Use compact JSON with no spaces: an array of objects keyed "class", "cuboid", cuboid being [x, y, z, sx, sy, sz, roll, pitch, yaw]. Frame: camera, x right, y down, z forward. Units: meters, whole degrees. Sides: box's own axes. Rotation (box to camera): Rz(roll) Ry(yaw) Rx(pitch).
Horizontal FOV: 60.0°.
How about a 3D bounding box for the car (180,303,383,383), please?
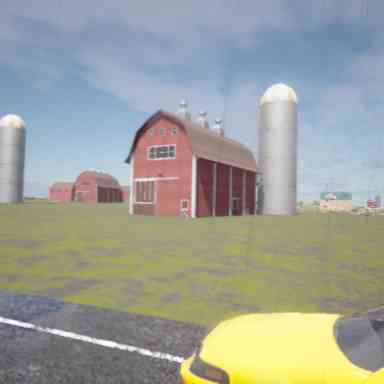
[{"class":"car","cuboid":[2.551,1.687,3.064,5.366,1.575,1.801,1,-3,22]}]
